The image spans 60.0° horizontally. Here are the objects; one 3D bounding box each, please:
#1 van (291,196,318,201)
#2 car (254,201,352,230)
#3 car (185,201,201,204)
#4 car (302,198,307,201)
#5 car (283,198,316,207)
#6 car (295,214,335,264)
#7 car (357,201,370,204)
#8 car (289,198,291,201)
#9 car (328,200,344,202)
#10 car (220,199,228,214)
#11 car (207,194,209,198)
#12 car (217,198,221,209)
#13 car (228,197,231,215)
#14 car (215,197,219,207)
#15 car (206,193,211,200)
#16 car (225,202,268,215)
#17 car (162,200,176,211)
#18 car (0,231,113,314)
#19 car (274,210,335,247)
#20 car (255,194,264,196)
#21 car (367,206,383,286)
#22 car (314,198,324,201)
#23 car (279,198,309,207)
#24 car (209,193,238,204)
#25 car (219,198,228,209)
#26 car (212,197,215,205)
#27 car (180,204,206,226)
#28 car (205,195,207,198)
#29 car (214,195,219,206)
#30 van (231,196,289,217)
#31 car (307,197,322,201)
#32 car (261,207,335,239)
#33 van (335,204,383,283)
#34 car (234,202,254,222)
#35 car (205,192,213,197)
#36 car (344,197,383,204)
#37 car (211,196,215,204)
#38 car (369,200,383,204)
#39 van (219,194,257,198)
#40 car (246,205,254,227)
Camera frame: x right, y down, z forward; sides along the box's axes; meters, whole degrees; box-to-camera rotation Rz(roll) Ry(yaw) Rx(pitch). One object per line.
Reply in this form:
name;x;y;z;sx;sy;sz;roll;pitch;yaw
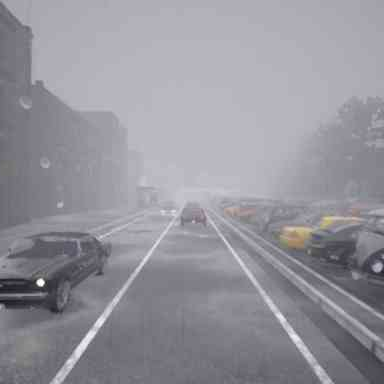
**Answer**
van;19.251;1.722;55.023;4.442;1.987;1.878;0;0;0
car;6.127;1.566;18.850;4.553;1.767;2.185;0;0;0
car;0.084;1.839;42.350;2.128;1.511;4.902;0;-1;0
car;19.350;1.953;49.451;4.674;1.452;2.002;0;0;0
car;19.572;1.979;60.590;5.366;1.575;1.946;0;0;0
car;6.122;1.622;10.499;4.892;1.521;2.231;0;0;0
car;19.290;1.837;32.742;4.674;1.452;2.002;0;0;0
car;19.348;1.714;57.808;5.566;2.045;2.435;0;0;0
car;19.279;1.587;38.313;5.566;2.045;2.435;0;0;0
car;6.032;1.817;35.549;5.366;1.575;1.946;0;0;0
car;6.398;1.860;77.318;4.553;1.767;2.185;0;0;0
car;6.253;1.877;43.898;5.008;1.535;2.097;0;0;0
car;6.177;1.674;32.766;4.553;1.767;2.185;0;0;0
car;6.274;1.915;49.465;4.892;1.521;2.231;0;0;0
car;6.407;1.832;80.098;4.553;1.767;2.185;0;1;0
car;6.230;1.880;38.331;4.674;1.452;2.002;0;0;0
car;-3.362;1.893;48.607;1.837;1.490;4.892;0;0;0
car;-3.350;1.676;7.912;1.895;1.301;4.718;0;-1;0
car;6.324;1.642;13.281;5.366;1.575;1.946;0;0;0
car;19.470;1.873;85.679;4.892;1.521;2.231;0;1;0
car;6.080;1.321;4.934;5.566;2.045;2.435;0;-1;0
car;19.334;1.877;43.881;4.892;1.521;2.231;0;0;0
car;19.392;2.001;63.499;5.008;1.535;2.097;0;0;0
car;6.335;1.733;60.599;5.566;2.045;2.435;0;0;0
car;6.232;1.859;41.115;5.008;1.535;2.097;0;0;0
car;6.473;1.946;55.031;5.366;1.575;1.946;0;0;0
car;0.100;1.829;25.755;1.895;1.301;4.718;0;0;0
car;6.415;1.950;82.887;4.792;1.488;2.163;0;1;0
car;6.246;1.807;52.374;4.553;1.767;2.185;0;0;0
van;6.081;1.554;30.046;4.442;1.987;1.878;0;0;0
car;19.343;1.894;46.666;5.008;1.535;2.097;0;0;0
car;6.155;1.669;16.064;4.892;1.521;2.231;0;0;0
van;6.002;1.371;7.718;4.442;1.987;1.878;0;-1;0
car;6.159;1.787;27.198;4.792;1.488;2.163;0;0;0
car;6.375;1.695;88.459;4.553;1.767;2.185;0;1;0
car;19.266;1.692;35.528;4.553;1.767;2.185;0;0;0
car;6.292;1.967;57.814;5.008;1.535;2.097;0;0;0
car;19.272;1.777;29.957;5.008;1.535;2.097;0;0;0
van;6.374;1.670;46.682;4.442;1.987;1.878;0;0;0
car;6.171;1.754;21.631;4.674;1.452;2.002;0;0;0
